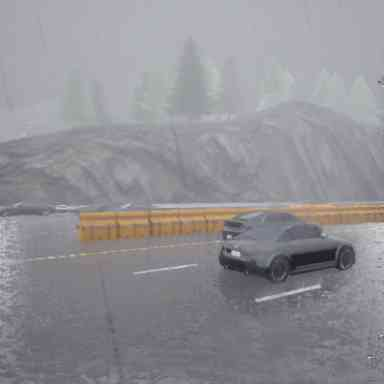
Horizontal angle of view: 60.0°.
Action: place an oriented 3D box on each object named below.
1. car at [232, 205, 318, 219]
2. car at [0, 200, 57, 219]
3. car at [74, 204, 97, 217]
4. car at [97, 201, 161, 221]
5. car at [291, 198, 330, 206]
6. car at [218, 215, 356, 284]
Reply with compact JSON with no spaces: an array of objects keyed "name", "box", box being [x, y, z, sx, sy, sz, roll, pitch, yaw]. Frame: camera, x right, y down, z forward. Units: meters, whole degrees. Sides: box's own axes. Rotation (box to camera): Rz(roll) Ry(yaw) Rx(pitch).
[{"name":"car","box":[3.545,1.516,14.229,4.892,1.490,1.837,0,0,-31]},{"name":"car","box":[-14.008,1.439,28.218,4.674,1.442,1.812,0,0,-34]},{"name":"car","box":[-7.197,1.497,28.429,5.357,1.411,2.033,0,0,-32]},{"name":"car","box":[-4.599,1.490,25.919,4.674,1.442,1.812,0,0,-31]},{"name":"car","box":[10.609,1.394,30.621,4.553,1.767,2.097,0,0,-29]},{"name":"car","box":[2.830,1.573,9.660,4.181,1.385,1.994,0,0,-32]}]
